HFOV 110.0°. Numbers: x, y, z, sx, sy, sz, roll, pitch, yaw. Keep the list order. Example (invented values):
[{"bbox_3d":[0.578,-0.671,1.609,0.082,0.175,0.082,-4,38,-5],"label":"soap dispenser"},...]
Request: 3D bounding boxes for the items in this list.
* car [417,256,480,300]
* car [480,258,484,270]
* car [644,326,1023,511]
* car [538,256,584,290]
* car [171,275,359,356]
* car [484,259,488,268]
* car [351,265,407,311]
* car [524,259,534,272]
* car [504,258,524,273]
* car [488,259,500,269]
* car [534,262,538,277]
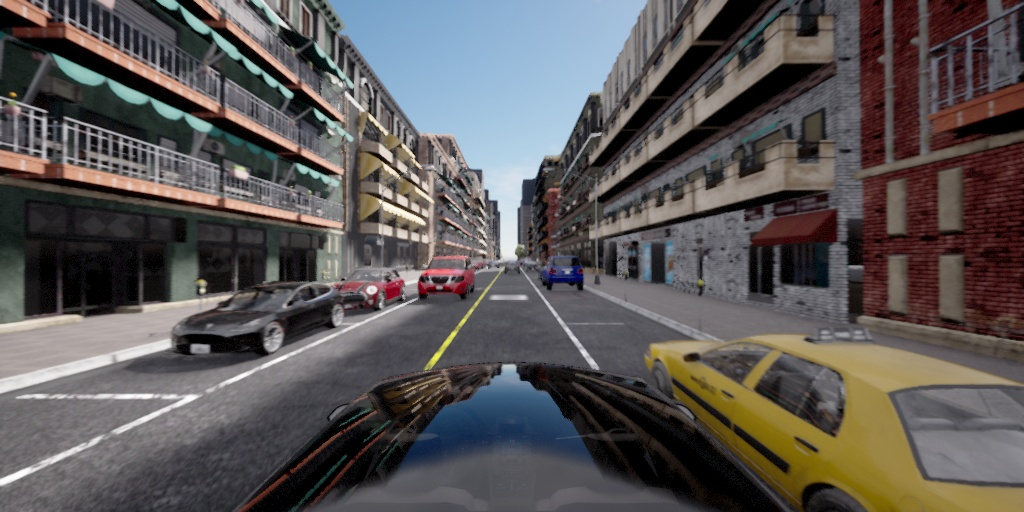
[{"bbox_3d":[-3.098,0.995,18.062,2.150,2.045,5.566,0,0,0],"label":"car"},{"bbox_3d":[-5.679,1.402,54.038,1.888,1.381,4.507,0,0,0],"label":"car"},{"bbox_3d":[2.691,1.277,3.226,1.751,1.417,4.829,0,0,0],"label":"car"},{"bbox_3d":[3.111,1.011,22.792,2.150,2.045,5.566,0,0,0],"label":"car"},{"bbox_3d":[-5.689,1.325,8.724,1.948,1.339,4.313,0,0,0],"label":"car"},{"bbox_3d":[-5.678,1.188,59.703,2.192,1.841,5.009,0,0,0],"label":"car"},{"bbox_3d":[-5.687,1.207,14.385,1.967,1.591,4.097,0,0,0],"label":"car"},{"bbox_3d":[2.700,1.392,48.371,2.007,1.370,4.403,0,0,0],"label":"car"},{"bbox_3d":[0.055,1.321,43.956,2.128,1.511,4.902,0,0,0],"label":"car"},{"bbox_3d":[-3.030,1.367,60.413,2.128,1.511,4.902,0,0,1],"label":"car"},{"bbox_3d":[3.151,1.301,29.762,1.837,1.490,4.892,0,0,0],"label":"car"}]
